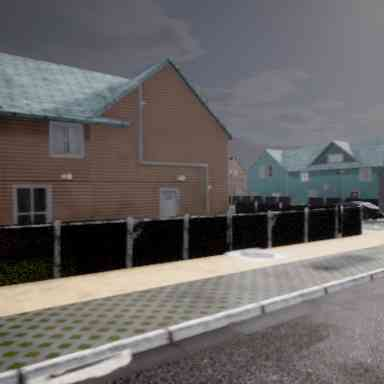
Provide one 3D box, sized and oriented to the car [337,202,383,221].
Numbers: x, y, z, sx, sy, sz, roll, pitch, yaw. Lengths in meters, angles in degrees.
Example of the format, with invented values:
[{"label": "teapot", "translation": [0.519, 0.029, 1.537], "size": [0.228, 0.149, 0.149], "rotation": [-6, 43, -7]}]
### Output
[{"label": "car", "translation": [12.558, 1.450, 26.056], "size": [2.033, 1.411, 5.357], "rotation": [-1, 1, -36]}]
